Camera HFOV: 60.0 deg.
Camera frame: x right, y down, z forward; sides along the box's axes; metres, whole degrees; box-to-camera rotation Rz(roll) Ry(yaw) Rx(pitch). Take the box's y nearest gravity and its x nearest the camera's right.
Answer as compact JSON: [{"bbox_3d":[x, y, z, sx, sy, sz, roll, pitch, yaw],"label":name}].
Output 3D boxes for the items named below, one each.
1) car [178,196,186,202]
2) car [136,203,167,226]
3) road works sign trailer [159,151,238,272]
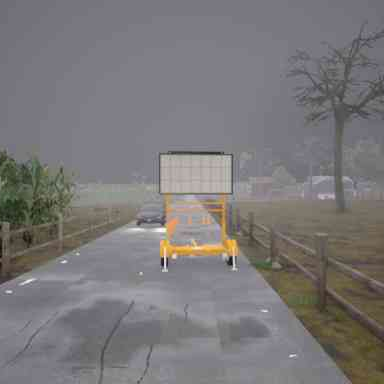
[{"bbox_3d":[-2.713,1.837,91.016,2.097,1.767,4.553,0,-1,0],"label":"car"},{"bbox_3d":[-2.741,1.550,23.614,1.837,1.490,4.892,0,0,0],"label":"car"},{"bbox_3d":[0.116,0.476,10.936,2.380,3.560,2.880,0,0,-5],"label":"road works sign trailer"}]
